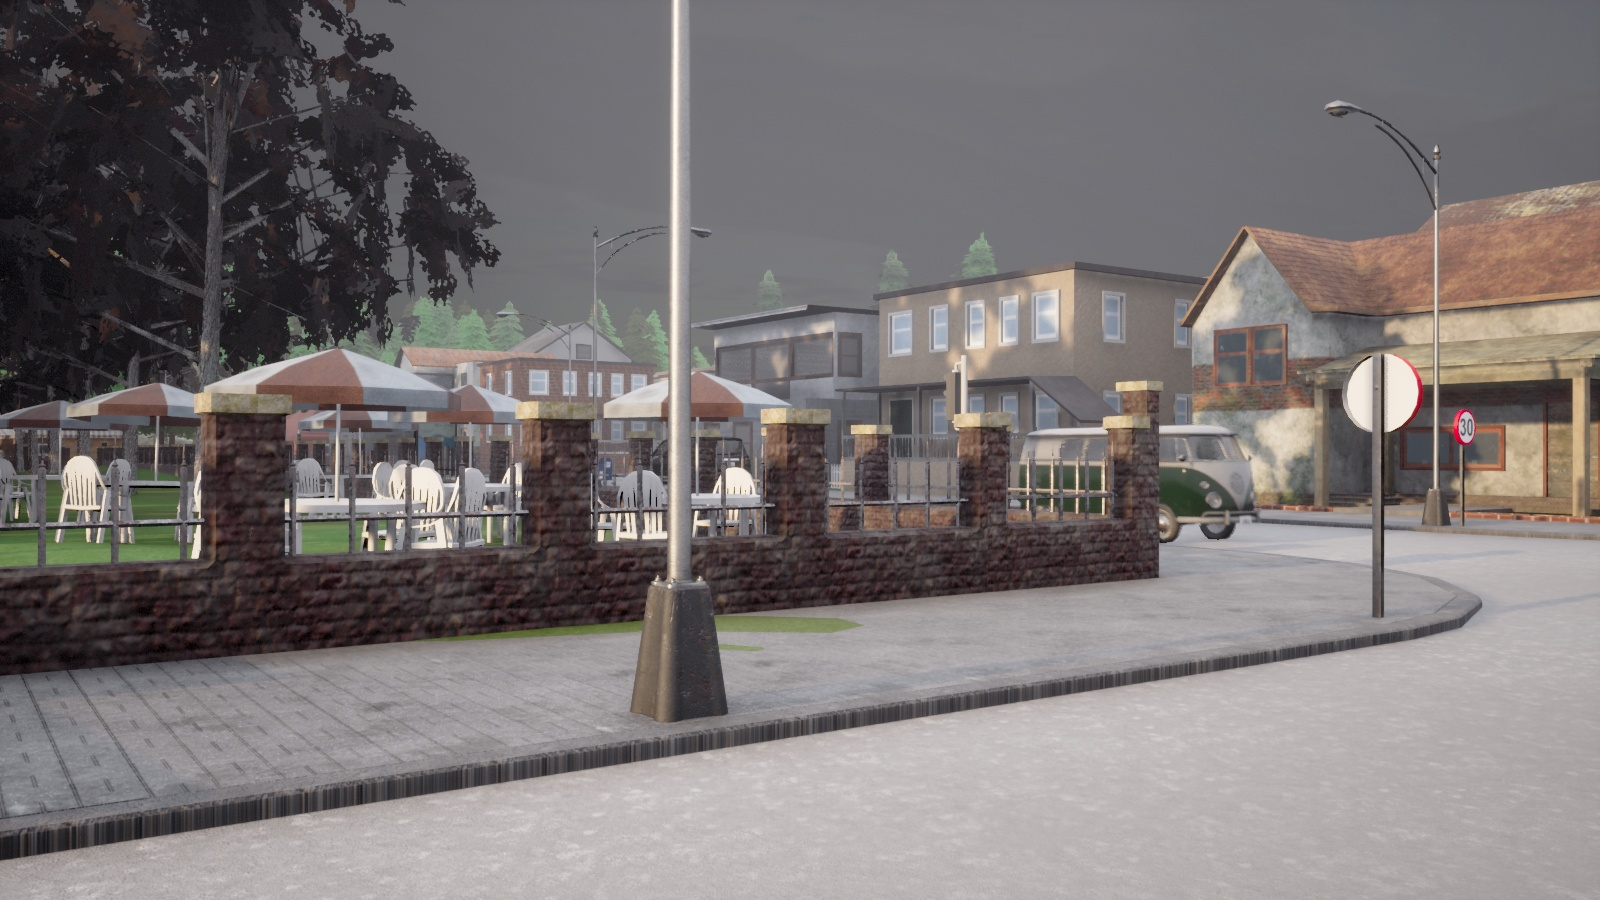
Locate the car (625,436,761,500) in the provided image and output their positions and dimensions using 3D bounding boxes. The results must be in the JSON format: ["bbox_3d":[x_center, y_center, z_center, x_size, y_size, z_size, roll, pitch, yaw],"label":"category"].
[{"bbox_3d":[-3.768,0.577,43.111,2.150,2.045,5.566,0,0,-35],"label":"car"}]

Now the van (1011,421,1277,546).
[{"bbox_3d":[5.952,0.539,22.240,1.775,1.987,4.442,0,0,-35],"label":"van"}]
